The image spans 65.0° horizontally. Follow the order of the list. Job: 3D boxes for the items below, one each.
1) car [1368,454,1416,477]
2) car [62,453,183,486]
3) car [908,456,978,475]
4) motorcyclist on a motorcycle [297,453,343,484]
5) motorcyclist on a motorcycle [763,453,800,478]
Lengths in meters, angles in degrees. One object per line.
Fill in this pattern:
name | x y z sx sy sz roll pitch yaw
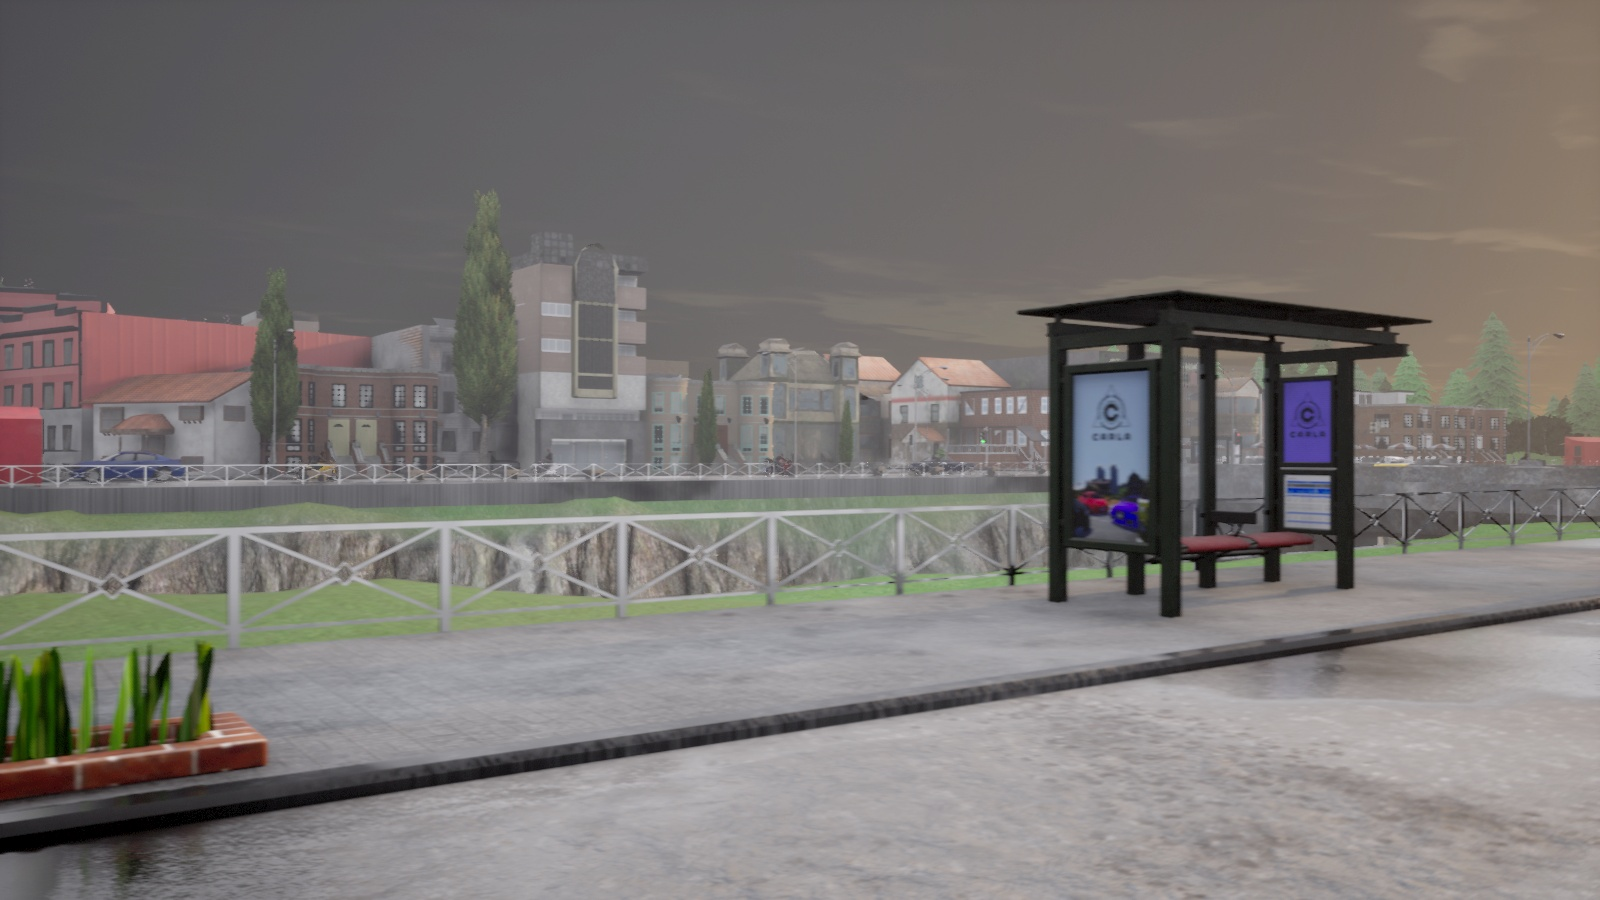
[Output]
car | 36.125 0.911 76.673 1.481 1.376 2.207 0 0 -35
car | -33.039 0.943 61.328 5.008 1.535 1.882 0 0 -35
car | 9.836 1.036 86.314 4.718 1.301 1.895 0 0 -35
motorcyclist on a motorcycle | -23.987 0.931 62.757 2.044 1.523 0.797 0 0 -35
motorcyclist on a motorcycle | -1.177 0.975 78.643 2.191 1.530 0.866 0 0 -35
